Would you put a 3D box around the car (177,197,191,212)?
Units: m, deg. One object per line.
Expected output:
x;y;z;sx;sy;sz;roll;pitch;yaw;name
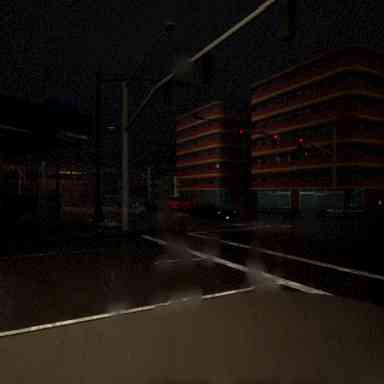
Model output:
-1.524;1.352;39.260;2.097;1.767;4.553;0;0;-30;car

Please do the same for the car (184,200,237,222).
1.543;1.601;26.803;1.895;1.301;4.718;0;0;-31;car

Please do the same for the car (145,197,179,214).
-3.556;1.526;35.445;1.812;1.442;4.674;0;0;-30;car

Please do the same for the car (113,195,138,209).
-8.693;1.504;44.164;1.837;1.490;4.892;0;0;-31;car
